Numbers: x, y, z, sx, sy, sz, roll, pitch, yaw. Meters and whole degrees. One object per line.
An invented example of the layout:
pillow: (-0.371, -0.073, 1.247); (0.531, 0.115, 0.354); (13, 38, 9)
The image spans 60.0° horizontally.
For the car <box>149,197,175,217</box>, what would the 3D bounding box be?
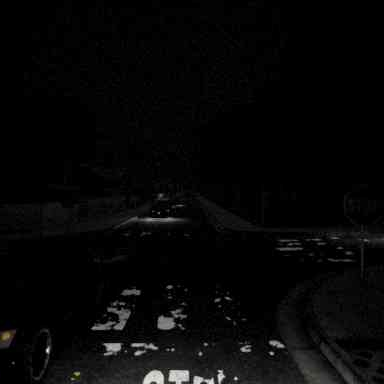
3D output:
car: (-2.832, 1.558, 30.955); (1.837, 1.490, 4.892); (0, 0, 0)

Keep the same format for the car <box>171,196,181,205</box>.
car: (-2.903, 1.466, 56.721); (1.837, 1.490, 4.892); (0, 1, 0)

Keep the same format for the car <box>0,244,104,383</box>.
car: (-2.770, 1.559, 5.164); (1.994, 1.385, 4.181); (0, 0, 0)
